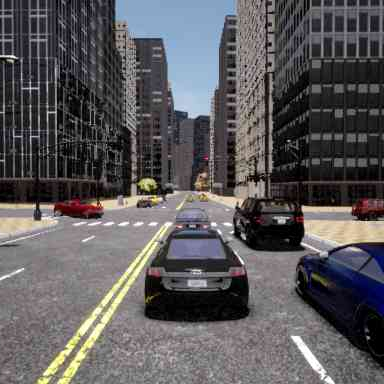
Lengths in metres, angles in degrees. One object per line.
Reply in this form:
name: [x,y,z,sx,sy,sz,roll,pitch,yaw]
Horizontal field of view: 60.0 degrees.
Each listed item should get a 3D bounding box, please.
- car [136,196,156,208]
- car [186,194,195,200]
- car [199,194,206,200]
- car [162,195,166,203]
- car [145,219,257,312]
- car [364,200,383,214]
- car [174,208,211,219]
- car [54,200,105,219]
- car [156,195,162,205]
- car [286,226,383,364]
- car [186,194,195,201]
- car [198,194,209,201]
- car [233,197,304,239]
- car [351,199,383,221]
car: [-6.818,1.539,48.214,1.994,1.385,4.181,0,0,0]
car: [-0.422,1.285,89.091,2.128,1.511,4.902,0,0,0]
car: [2.828,1.260,89.105,1.837,1.490,4.892,0,0,0]
car: [-6.845,1.482,66.591,1.812,1.442,4.674,0,0,0]
car: [0.065,1.562,7.819,1.994,1.385,4.181,0,0,-1]
car: [21.639,1.650,36.274,4.829,1.417,1.752,1,0,1]
car: [0.020,1.541,17.041,2.033,1.411,5.357,0,0,0]
car: [-9.764,1.446,28.889,5.008,1.535,1.882,1,0,31]
car: [-6.853,1.444,57.143,1.882,1.535,5.008,0,0,0]
car: [3.333,1.562,5.850,1.994,1.385,4.181,0,0,-1]
car: [-0.372,1.411,78.673,1.882,1.535,5.008,0,0,0]
car: [2.878,1.411,78.688,1.882,1.535,5.008,0,0,0]
car: [3.304,1.216,15.271,2.150,2.045,5.566,0,0,-2]
car: [16.070,1.525,27.961,5.009,1.841,2.192,1,0,1]
